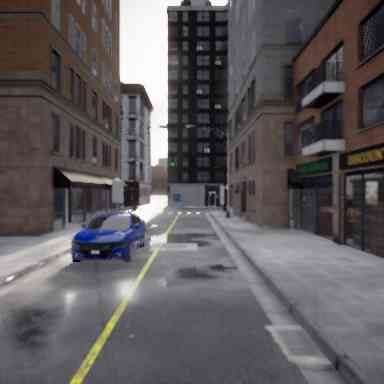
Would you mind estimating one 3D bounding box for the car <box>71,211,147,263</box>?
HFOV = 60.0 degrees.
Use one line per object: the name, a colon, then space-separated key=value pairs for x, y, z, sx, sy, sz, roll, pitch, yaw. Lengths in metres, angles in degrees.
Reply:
car: x=-2.850 y=1.509 z=12.317 sx=1.882 sy=1.535 sz=5.008 roll=0 pitch=0 yaw=0
